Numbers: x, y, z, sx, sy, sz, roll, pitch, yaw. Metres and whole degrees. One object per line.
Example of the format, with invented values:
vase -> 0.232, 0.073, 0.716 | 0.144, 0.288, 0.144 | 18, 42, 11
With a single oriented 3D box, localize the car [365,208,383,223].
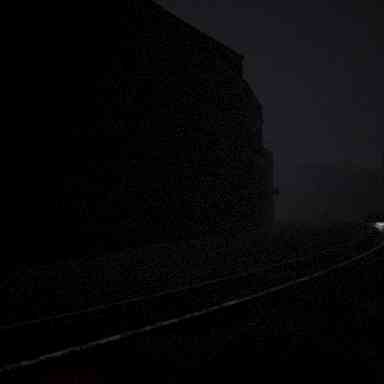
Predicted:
car -> 19.767, 2.430, 34.949 | 2.033, 1.411, 5.357 | -1, -3, 14
